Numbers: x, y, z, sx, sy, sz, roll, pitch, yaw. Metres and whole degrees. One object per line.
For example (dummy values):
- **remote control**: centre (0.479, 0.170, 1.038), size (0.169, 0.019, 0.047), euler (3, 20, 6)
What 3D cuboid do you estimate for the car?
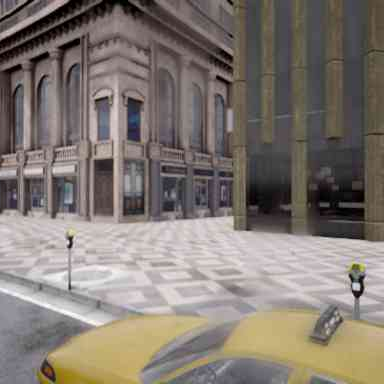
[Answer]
- **car**: centre (0.718, 1.523, 2.462), size (4.829, 1.417, 1.752), euler (0, 0, 36)
